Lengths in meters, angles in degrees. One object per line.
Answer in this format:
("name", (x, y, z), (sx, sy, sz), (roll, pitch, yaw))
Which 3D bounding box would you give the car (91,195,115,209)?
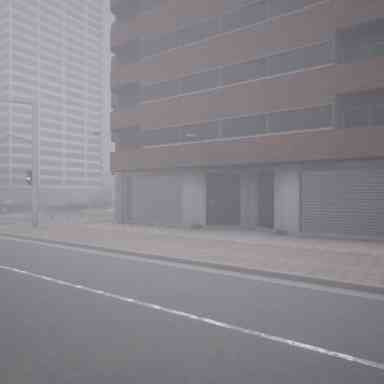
("car", (-12.779, 1.505, 44.135), (1.837, 1.490, 4.892), (0, 0, 35))

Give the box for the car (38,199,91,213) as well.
("car", (-13.867, 1.601, 36.443), (1.895, 1.301, 4.718), (0, 0, 35))

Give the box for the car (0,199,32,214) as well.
("car", (-18.731, 1.478, 35.579), (1.882, 1.535, 5.008), (0, 0, 35))
